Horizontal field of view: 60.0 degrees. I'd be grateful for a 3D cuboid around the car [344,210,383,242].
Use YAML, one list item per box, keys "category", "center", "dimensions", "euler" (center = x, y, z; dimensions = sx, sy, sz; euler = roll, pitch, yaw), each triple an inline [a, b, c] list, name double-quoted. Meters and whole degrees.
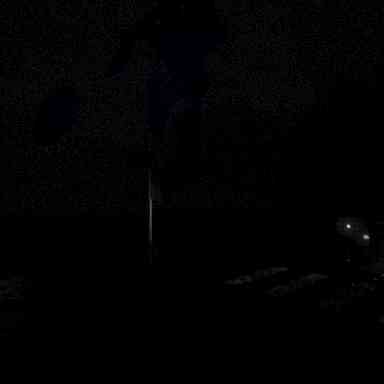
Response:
- category: "car"
  center: [8.722, 1.519, 15.037]
  dimensions: [4.718, 1.301, 1.895]
  euler: [0, 0, -42]
